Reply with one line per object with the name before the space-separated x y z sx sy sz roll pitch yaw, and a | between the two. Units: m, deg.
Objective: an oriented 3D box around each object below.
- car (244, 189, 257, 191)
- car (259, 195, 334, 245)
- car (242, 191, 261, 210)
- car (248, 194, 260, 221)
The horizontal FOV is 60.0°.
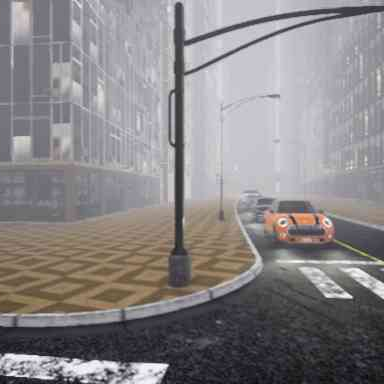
car | 7.760 0.575 43.860 2.150 2.045 5.566 0 1 9
car | 4.271 1.086 13.981 2.097 1.767 4.553 0 1 5
car | 6.296 0.985 33.277 2.128 1.511 4.902 0 1 7
car | 5.121 1.129 22.997 1.837 1.490 4.892 0 1 6
